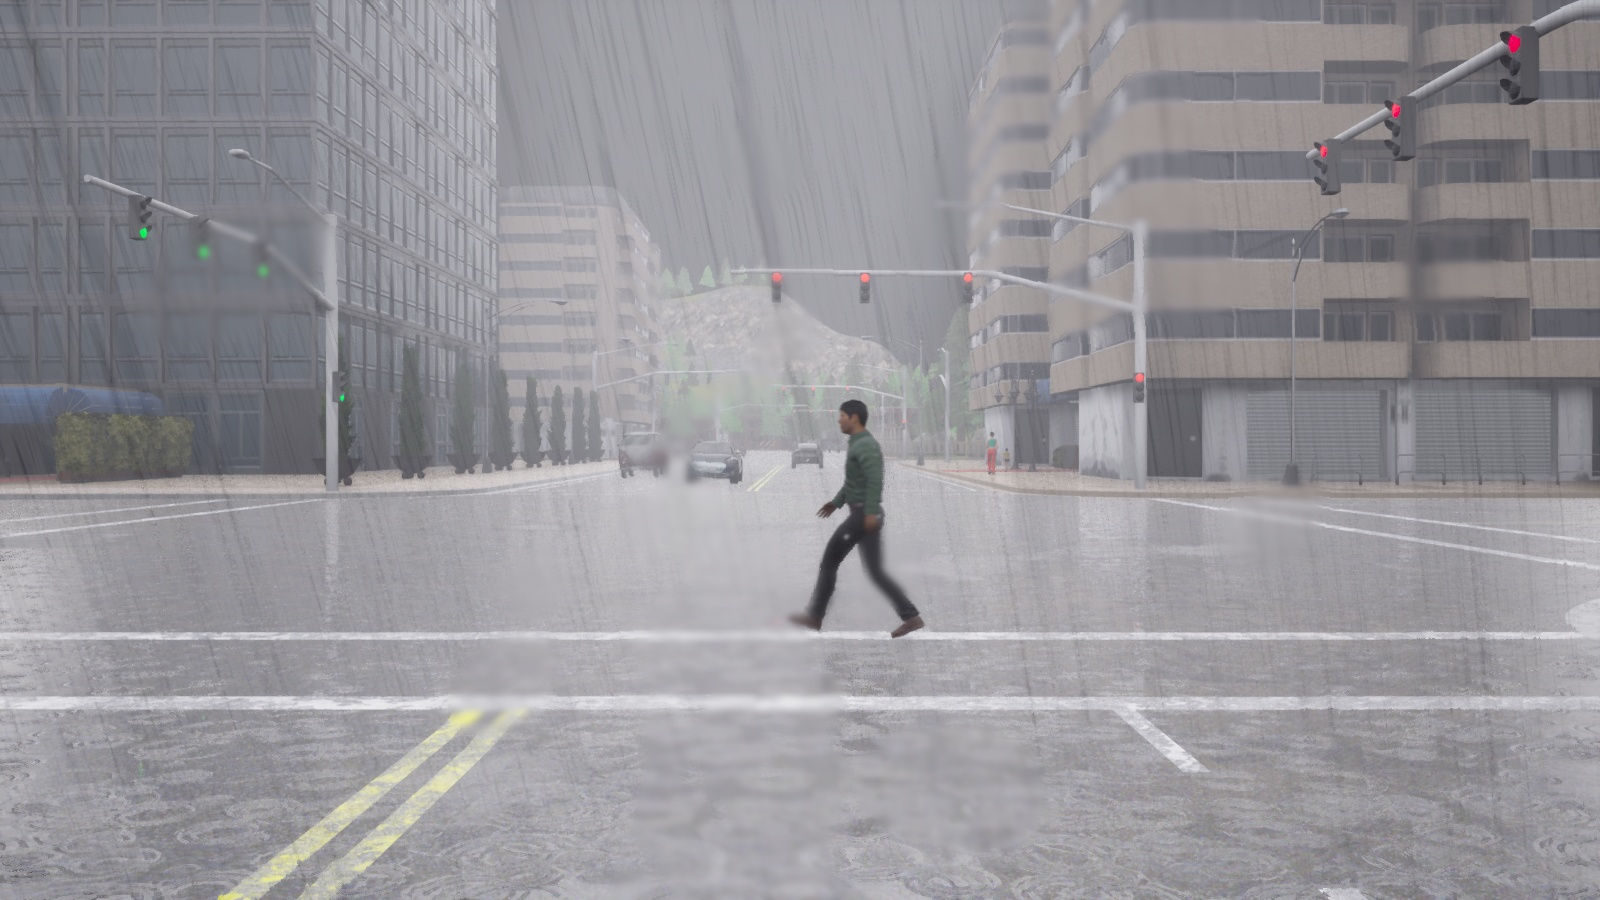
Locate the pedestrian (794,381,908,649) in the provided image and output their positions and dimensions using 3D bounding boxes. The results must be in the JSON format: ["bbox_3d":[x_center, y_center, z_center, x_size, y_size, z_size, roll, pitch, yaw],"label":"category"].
[{"bbox_3d":[0.387,0.472,9.414,0.788,1.949,0.423,0,0,13],"label":"pedestrian"}]

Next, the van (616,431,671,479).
[{"bbox_3d":[-6.676,0.189,53.924,1.775,1.987,4.442,0,0,0],"label":"van"}]

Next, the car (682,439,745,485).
[{"bbox_3d":[-3.212,0.405,47.640,2.033,1.649,4.856,0,0,0],"label":"car"}]

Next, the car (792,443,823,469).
[{"bbox_3d":[0.444,0.329,74.858,1.837,1.490,4.892,0,0,0],"label":"car"}]

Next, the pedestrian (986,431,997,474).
[{"bbox_3d":[8.143,0.110,53.363,0.345,1.836,0.594,0,0,-3],"label":"pedestrian"}]
